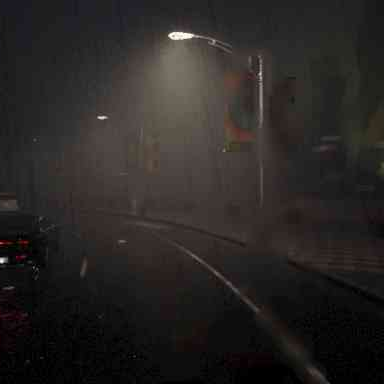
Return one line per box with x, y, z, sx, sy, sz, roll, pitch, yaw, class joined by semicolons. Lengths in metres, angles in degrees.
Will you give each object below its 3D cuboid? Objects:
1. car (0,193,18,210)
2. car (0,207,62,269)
-17.303;1.111;29.325;5.566;2.045;2.150;0;0;42;car
-5.444;1.459;10.728;1.837;1.490;4.892;0;0;-16;car
